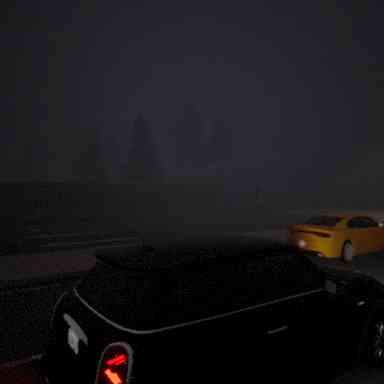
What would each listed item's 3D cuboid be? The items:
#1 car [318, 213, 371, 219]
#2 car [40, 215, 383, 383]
[{"bbox_3d":[5.510,1.477,11.975,5.008,1.535,1.882,0,0,-35],"label":"car"},{"bbox_3d":[0.660,1.353,4.223,4.553,1.767,2.097,0,0,-35],"label":"car"}]
